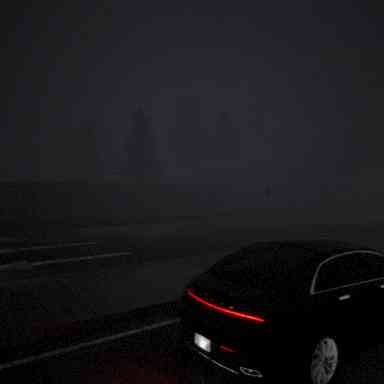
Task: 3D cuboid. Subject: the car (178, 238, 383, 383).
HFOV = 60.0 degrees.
[{"bbox_3d":[2.092,1.503,5.241,4.892,1.490,1.837,1,0,-35],"label":"car"}]
